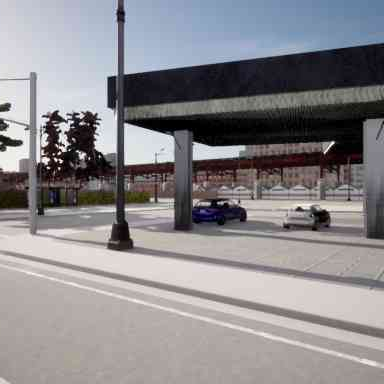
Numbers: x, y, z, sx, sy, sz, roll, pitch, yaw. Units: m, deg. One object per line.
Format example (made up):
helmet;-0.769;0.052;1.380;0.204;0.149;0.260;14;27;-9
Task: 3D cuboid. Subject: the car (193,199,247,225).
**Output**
car;1.993;1.295;23.020;2.242;1.667;4.611;0;0;37

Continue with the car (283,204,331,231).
car;7.074;1.456;20.232;1.970;1.475;3.806;0;0;37
